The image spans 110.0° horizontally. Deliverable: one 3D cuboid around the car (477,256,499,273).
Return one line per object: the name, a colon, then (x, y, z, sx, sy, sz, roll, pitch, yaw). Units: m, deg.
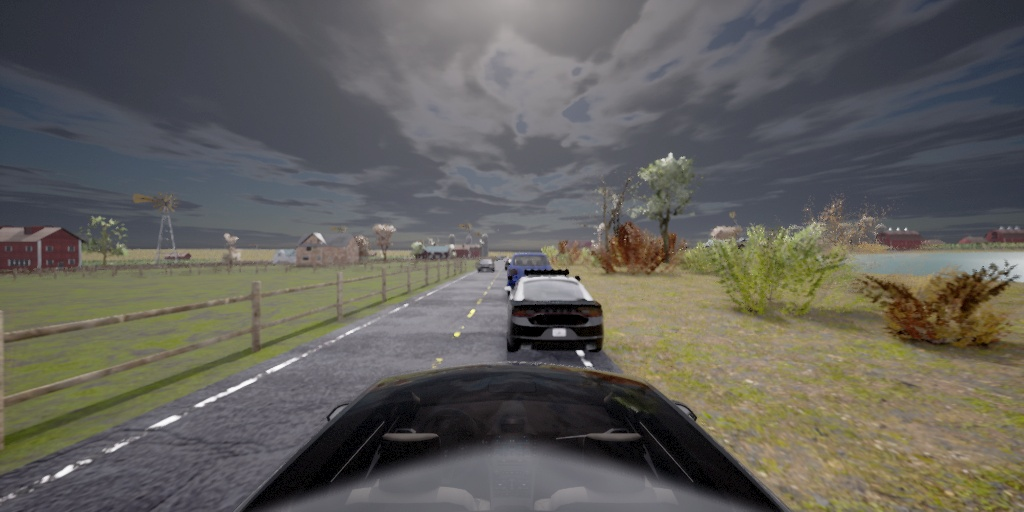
car: (-2.800, 1.044, 39.654, 2.033, 1.411, 5.357, 0, 0, 0)

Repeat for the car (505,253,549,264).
car: (0.847, 0.855, 18.797, 2.150, 2.045, 5.566, 0, 0, 0)

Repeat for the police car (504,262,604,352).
police car: (0.833, 1.124, 8.879, 1.930, 1.638, 5.238, 0, 0, 0)

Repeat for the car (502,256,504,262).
car: (0.086, 1.023, 46.156, 1.994, 1.385, 4.181, 0, 0, 1)
